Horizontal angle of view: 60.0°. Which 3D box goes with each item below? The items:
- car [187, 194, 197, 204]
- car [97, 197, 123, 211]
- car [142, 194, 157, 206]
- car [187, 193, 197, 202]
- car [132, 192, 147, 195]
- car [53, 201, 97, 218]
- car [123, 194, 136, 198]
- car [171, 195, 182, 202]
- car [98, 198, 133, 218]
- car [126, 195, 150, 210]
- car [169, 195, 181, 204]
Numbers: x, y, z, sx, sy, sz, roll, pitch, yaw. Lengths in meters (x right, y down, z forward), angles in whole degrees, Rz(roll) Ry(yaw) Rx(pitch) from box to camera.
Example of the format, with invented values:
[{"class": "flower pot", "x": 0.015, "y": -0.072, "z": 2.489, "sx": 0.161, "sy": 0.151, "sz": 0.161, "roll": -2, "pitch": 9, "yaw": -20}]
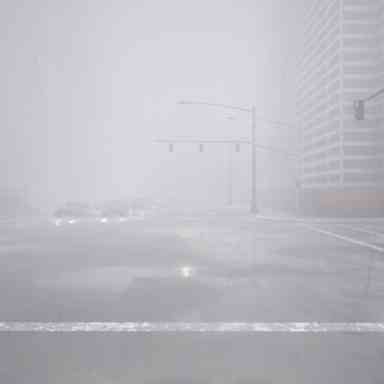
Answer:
[{"class": "car", "x": 0.049, "y": 1.547, "z": 64.230, "sx": 2.033, "sy": 1.411, "sz": 5.357, "roll": 0, "pitch": 0, "yaw": 0}, {"class": "car", "x": -10.563, "y": 1.548, "z": 41.614, "sx": 2.033, "sy": 1.411, "sz": 5.357, "roll": 0, "pitch": 0, "yaw": 0}, {"class": "car", "x": -7.028, "y": 1.506, "z": 56.418, "sx": 1.837, "sy": 1.490, "sz": 4.892, "roll": 0, "pitch": 0, "yaw": 0}, {"class": "car", "x": 0.056, "y": 1.184, "z": 74.484, "sx": 2.097, "sy": 1.767, "sz": 4.553, "roll": 0, "pitch": 0, "yaw": 0}, {"class": "car", "x": -10.448, "y": 0.943, "z": 68.795, "sx": 2.150, "sy": 2.045, "sz": 5.566, "roll": 0, "pitch": 0, "yaw": 0}, {"class": "car", "x": -10.591, "y": 1.548, "z": 30.078, "sx": 2.033, "sy": 1.411, "sz": 5.357, "roll": 0, "pitch": 0, "yaw": 0}, {"class": "car", "x": -10.550, "y": 1.506, "z": 53.414, "sx": 1.837, "sy": 1.490, "sz": 4.892, "roll": 0, "pitch": 0, "yaw": 0}, {"class": "car", "x": -3.444, "y": 1.354, "z": 74.517, "sx": 2.128, "sy": 1.511, "sz": 4.902, "roll": 0, "pitch": 0, "yaw": 0}, {"class": "car", "x": -6.946, "y": 1.526, "z": 30.625, "sx": 1.812, "sy": 1.442, "sz": 4.674, "roll": 0, "pitch": 0, "yaw": -2}, {"class": "car", "x": -7.056, "y": 1.507, "z": 43.758, "sx": 1.837, "sy": 1.490, "sz": 4.892, "roll": 0, "pitch": -1, "yaw": 0}, {"class": "car", "x": -3.451, "y": 1.491, "z": 64.233, "sx": 2.128, "sy": 1.511, "sz": 4.902, "roll": 0, "pitch": 0, "yaw": 0}]
